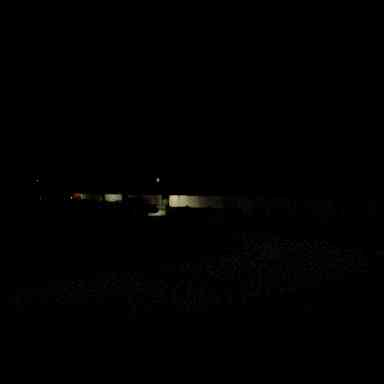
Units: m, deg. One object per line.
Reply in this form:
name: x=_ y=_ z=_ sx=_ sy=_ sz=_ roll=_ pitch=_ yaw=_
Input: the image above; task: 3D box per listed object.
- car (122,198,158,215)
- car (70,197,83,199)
car: x=-5.006 y=1.316 z=31.694 sx=1.882 sy=1.535 sz=5.008 roll=0 pitch=0 yaw=-35
car: x=-16.673 y=1.354 z=48.224 sx=1.895 sy=1.301 sz=4.718 roll=0 pitch=0 yaw=-35
